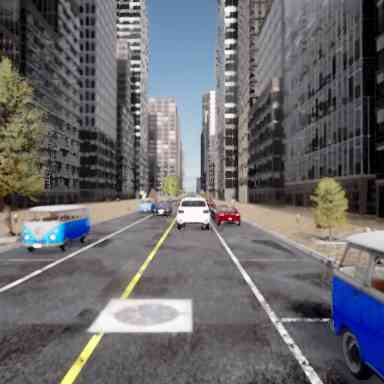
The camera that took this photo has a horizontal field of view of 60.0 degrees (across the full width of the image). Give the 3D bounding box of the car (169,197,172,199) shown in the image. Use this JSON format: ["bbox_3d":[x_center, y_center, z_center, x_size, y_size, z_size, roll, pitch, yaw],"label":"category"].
[{"bbox_3d":[-5.713,2.343,88.022,1.947,1.339,4.313,0,0,0],"label":"car"}]

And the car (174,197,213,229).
[{"bbox_3d":[0.096,1.445,23.689,2.150,2.045,5.566,0,0,0],"label":"car"}]

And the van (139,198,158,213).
[{"bbox_3d":[-5.702,1.736,42.680,1.690,1.788,3.998,0,-1,0],"label":"van"}]

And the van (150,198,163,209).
[{"bbox_3d":[-5.705,1.834,54.016,1.690,1.788,3.998,0,0,0],"label":"van"}]

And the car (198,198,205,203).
[{"bbox_3d":[2.666,2.407,93.691,1.802,1.307,4.206,0,0,0],"label":"car"}]

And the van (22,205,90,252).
[{"bbox_3d":[-5.696,1.477,14.340,1.690,1.788,3.998,0,-1,0],"label":"van"}]

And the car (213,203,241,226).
[{"bbox_3d":[2.682,1.786,25.676,1.887,1.381,4.507,0,-1,0],"label":"car"}]

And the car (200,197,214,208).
[{"bbox_3d":[2.674,1.856,59.685,2.192,1.841,5.009,0,0,0],"label":"car"}]

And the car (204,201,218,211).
[{"bbox_3d":[2.677,2.026,48.347,1.802,1.307,4.206,0,0,0],"label":"car"}]

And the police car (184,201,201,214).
[{"bbox_3d":[0.090,1.894,41.757,2.038,1.542,4.974,0,0,0],"label":"police car"}]

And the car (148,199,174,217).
[{"bbox_3d":[-3.105,1.825,35.896,2.128,1.511,4.902,0,0,0],"label":"car"}]

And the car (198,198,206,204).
[{"bbox_3d":[2.667,2.322,88.024,1.887,1.381,4.507,0,0,0],"label":"car"}]

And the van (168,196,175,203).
[{"bbox_3d":[-5.715,2.166,93.691,1.690,1.788,3.998,0,0,0],"label":"van"}]

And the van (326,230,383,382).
[{"bbox_3d":[2.687,1.371,3.005,1.690,1.788,3.998,0,-1,0],"label":"van"}]

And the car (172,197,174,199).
[{"bbox_3d":[-3.019,1.960,76.365,1.895,1.301,4.718,0,0,0],"label":"car"}]
